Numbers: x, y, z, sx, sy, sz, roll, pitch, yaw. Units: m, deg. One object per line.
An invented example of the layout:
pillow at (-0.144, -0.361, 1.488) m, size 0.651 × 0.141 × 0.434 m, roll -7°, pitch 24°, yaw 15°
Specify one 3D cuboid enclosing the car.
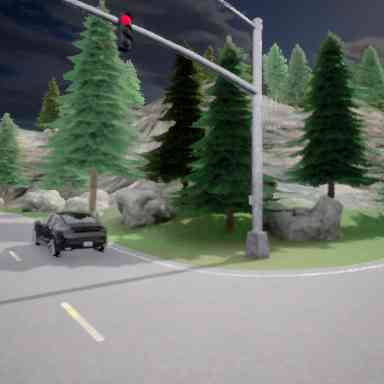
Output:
car at (-4.974, 1.529, 13.302) m, size 1.837 × 1.490 × 4.892 m, roll 0°, pitch 0°, yaw -36°
